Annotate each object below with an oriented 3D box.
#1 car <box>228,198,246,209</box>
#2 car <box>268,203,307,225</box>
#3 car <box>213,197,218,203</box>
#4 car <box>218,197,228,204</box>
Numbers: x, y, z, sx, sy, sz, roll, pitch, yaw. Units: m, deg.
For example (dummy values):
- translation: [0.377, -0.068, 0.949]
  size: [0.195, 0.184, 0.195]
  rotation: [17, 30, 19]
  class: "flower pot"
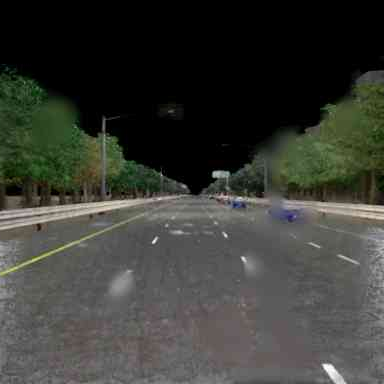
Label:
- translation: [7.137, 1.750, 51.626]
  size: [1.882, 1.535, 5.008]
  rotation: [0, -1, 0]
  class: "car"
- translation: [7.030, 1.581, 24.962]
  size: [1.882, 1.535, 5.008]
  rotation: [0, -1, 0]
  class: "car"
- translation: [7.408, 1.987, 88.061]
  size: [1.882, 1.535, 5.008]
  rotation: [0, 0, 1]
  class: "car"
- translation: [7.272, 1.922, 72.081]
  size: [1.812, 1.442, 4.674]
  rotation: [0, 0, 0]
  class: "car"
